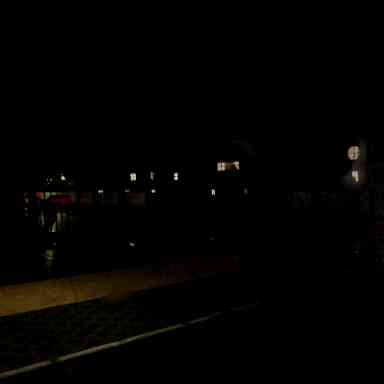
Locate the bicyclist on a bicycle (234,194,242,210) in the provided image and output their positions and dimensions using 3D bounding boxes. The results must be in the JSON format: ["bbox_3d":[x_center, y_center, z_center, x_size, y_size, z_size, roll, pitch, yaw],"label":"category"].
[{"bbox_3d":[4.619,1.006,33.429,0.582,1.620,1.656,0,3,38],"label":"bicyclist on a bicycle"}]

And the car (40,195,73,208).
[{"bbox_3d":[-18.091,1.138,44.283,4.553,1.767,2.097,0,3,27],"label":"car"}]
